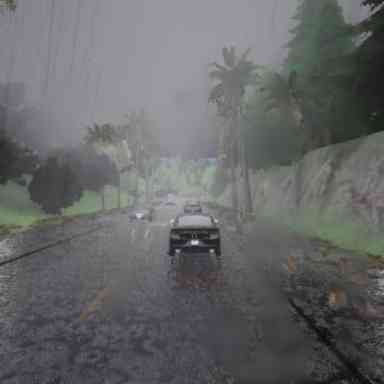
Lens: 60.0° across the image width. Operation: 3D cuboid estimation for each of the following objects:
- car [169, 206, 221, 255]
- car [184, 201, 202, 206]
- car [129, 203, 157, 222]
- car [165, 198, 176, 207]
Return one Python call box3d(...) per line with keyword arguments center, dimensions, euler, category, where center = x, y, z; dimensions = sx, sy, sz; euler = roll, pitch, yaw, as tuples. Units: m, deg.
box3d(center=(0.099, 1.584, 13.781), dimensions=(1.882, 1.535, 5.008), euler=(0, 0, 0), category="car")
box3d(center=(0.089, 1.773, 36.506), dimensions=(2.128, 1.511, 4.902), euler=(0, 0, 0), category="car")
box3d(center=(-4.099, 1.709, 28.264), dimensions=(2.128, 1.511, 4.902), euler=(0, 0, 0), category="car")
box3d(center=(-4.057, 1.974, 64.078), dimensions=(1.882, 1.535, 5.008), euler=(0, 0, 0), category="car")
